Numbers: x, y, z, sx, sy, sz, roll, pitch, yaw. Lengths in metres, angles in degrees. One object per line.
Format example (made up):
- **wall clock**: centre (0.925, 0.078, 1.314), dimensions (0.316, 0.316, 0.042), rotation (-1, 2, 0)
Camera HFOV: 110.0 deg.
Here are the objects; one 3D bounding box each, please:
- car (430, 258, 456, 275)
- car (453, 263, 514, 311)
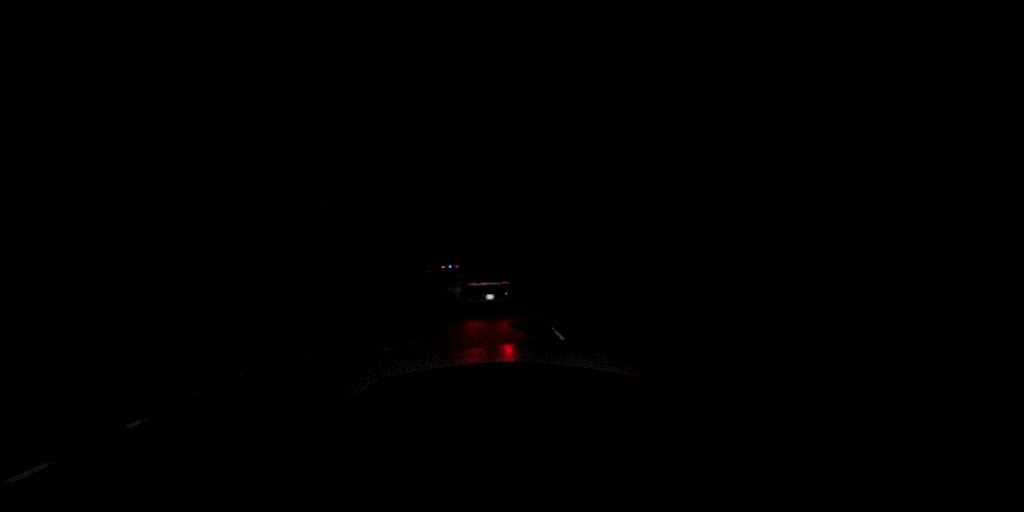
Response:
- **car**: centre (-6.178, 0.911, 32.704), dimensions (2.033, 1.411, 5.357), rotation (-1, 2, -22)
- **car**: centre (-1.128, 1.145, 14.286), dimensions (2.128, 1.511, 4.902), rotation (-2, 0, -9)
